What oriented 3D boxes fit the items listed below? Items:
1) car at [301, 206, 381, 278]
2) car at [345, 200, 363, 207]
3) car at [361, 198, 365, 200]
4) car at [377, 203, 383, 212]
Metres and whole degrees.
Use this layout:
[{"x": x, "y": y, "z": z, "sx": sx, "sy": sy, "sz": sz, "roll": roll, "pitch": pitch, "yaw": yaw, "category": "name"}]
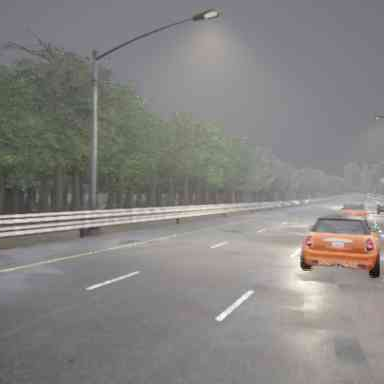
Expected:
[{"x": 5.070, "y": 1.538, "z": 11.245, "sx": 2.097, "sy": 1.767, "sz": 4.553, "roll": 0, "pitch": -1, "yaw": 27, "category": "car"}, {"x": 13.945, "y": 1.828, "z": 28.802, "sx": 2.097, "sy": 1.767, "sz": 4.553, "roll": 0, "pitch": -1, "yaw": 27, "category": "car"}, {"x": 38.519, "y": 2.774, "z": 77.204, "sx": 1.895, "sy": 1.301, "sz": 4.718, "roll": 0, "pitch": -1, "yaw": 27, "category": "car"}, {"x": 26.864, "y": 2.287, "z": 46.434, "sx": 2.128, "sy": 1.511, "sz": 4.902, "roll": 0, "pitch": -1, "yaw": 27, "category": "car"}]
